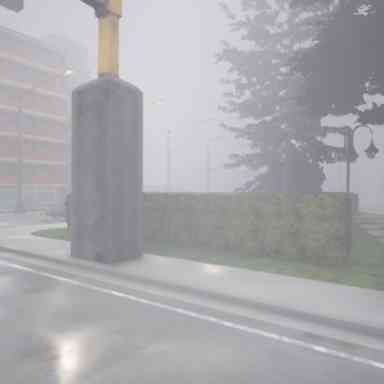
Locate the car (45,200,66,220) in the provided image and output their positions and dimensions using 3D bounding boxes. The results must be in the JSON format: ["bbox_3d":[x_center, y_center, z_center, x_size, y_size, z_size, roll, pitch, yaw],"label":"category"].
[{"bbox_3d":[-8.451,1.301,24.936,2.128,1.511,4.902,1,0,36],"label":"car"}]
